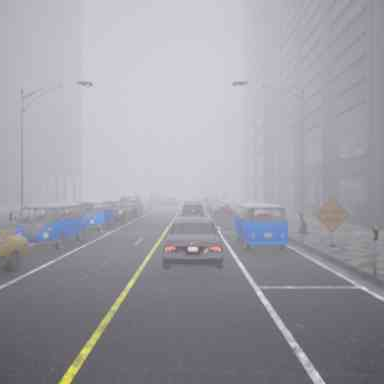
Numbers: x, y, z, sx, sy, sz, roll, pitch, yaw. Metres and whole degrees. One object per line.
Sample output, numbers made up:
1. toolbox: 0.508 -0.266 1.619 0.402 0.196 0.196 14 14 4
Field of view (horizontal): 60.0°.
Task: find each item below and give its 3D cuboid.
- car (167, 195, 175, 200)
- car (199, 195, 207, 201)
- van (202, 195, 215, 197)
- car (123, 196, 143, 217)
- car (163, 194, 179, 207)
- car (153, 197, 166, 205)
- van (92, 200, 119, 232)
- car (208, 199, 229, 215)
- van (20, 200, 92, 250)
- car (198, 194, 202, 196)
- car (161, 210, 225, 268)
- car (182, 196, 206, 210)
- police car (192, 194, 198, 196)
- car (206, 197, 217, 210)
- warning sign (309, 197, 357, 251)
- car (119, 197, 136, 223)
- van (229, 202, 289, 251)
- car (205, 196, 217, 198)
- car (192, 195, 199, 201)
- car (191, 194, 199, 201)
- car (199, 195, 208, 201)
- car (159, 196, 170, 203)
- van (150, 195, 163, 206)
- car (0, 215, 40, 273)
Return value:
1. car: -5.760 1.556 92.900 1.947 1.339 4.313 0 0 0
2. car: 2.765 1.559 87.259 1.947 1.339 4.313 0 0 0
3. van: 2.762 1.342 47.775 1.690 1.788 3.998 0 0 0
4. car: -5.765 1.316 30.850 2.192 1.841 5.009 0 0 0
5. car: -3.077 1.504 51.900 1.837 1.490 4.892 0 1 0
6. car: -5.762 1.545 59.054 1.887 1.381 4.507 0 0 0
7. van: -5.765 1.342 19.567 1.690 1.788 3.998 0 0 0
8. car: 2.762 1.583 30.853 1.802 1.307 4.206 0 0 0
9. van: -5.766 1.342 13.927 1.690 1.788 3.998 0 0 0
10. car: 2.764 1.544 70.338 1.887 1.381 4.507 0 0 0
11. car: 0.046 1.548 11.233 2.033 1.411 5.357 0 0 1
12. car: 0.082 1.479 31.488 1.882 1.535 5.008 0 0 0
13. police car: 0.892 1.426 72.183 1.930 1.638 5.238 0 0 0
14. car: 2.762 1.583 36.493 1.802 1.307 4.206 0 0 0
15. warning sign: 5.072 1.116 12.069 1.300 1.860 1.060 0 0 0
16. car: -5.764 1.441 25.208 1.967 1.590 4.097 0 0 0
17. van: 2.760 1.342 13.931 1.690 1.788 3.998 0 0 0
18. car: 2.762 1.567 42.134 1.947 1.339 4.313 0 0 0
19. car: 0.841 1.501 82.073 1.837 1.490 4.892 0 0 0
20. car: 0.754 1.345 88.044 2.097 1.767 4.553 0 0 0
21. car: 2.765 1.547 81.619 2.008 1.369 4.403 0 0 0
22. car: -5.761 1.565 70.335 1.947 1.339 4.313 0 0 0
23. van: -5.763 1.342 53.413 1.690 1.788 3.998 0 0 0
24. car: -5.765 1.526 8.116 1.752 1.417 4.829 0 0 0
